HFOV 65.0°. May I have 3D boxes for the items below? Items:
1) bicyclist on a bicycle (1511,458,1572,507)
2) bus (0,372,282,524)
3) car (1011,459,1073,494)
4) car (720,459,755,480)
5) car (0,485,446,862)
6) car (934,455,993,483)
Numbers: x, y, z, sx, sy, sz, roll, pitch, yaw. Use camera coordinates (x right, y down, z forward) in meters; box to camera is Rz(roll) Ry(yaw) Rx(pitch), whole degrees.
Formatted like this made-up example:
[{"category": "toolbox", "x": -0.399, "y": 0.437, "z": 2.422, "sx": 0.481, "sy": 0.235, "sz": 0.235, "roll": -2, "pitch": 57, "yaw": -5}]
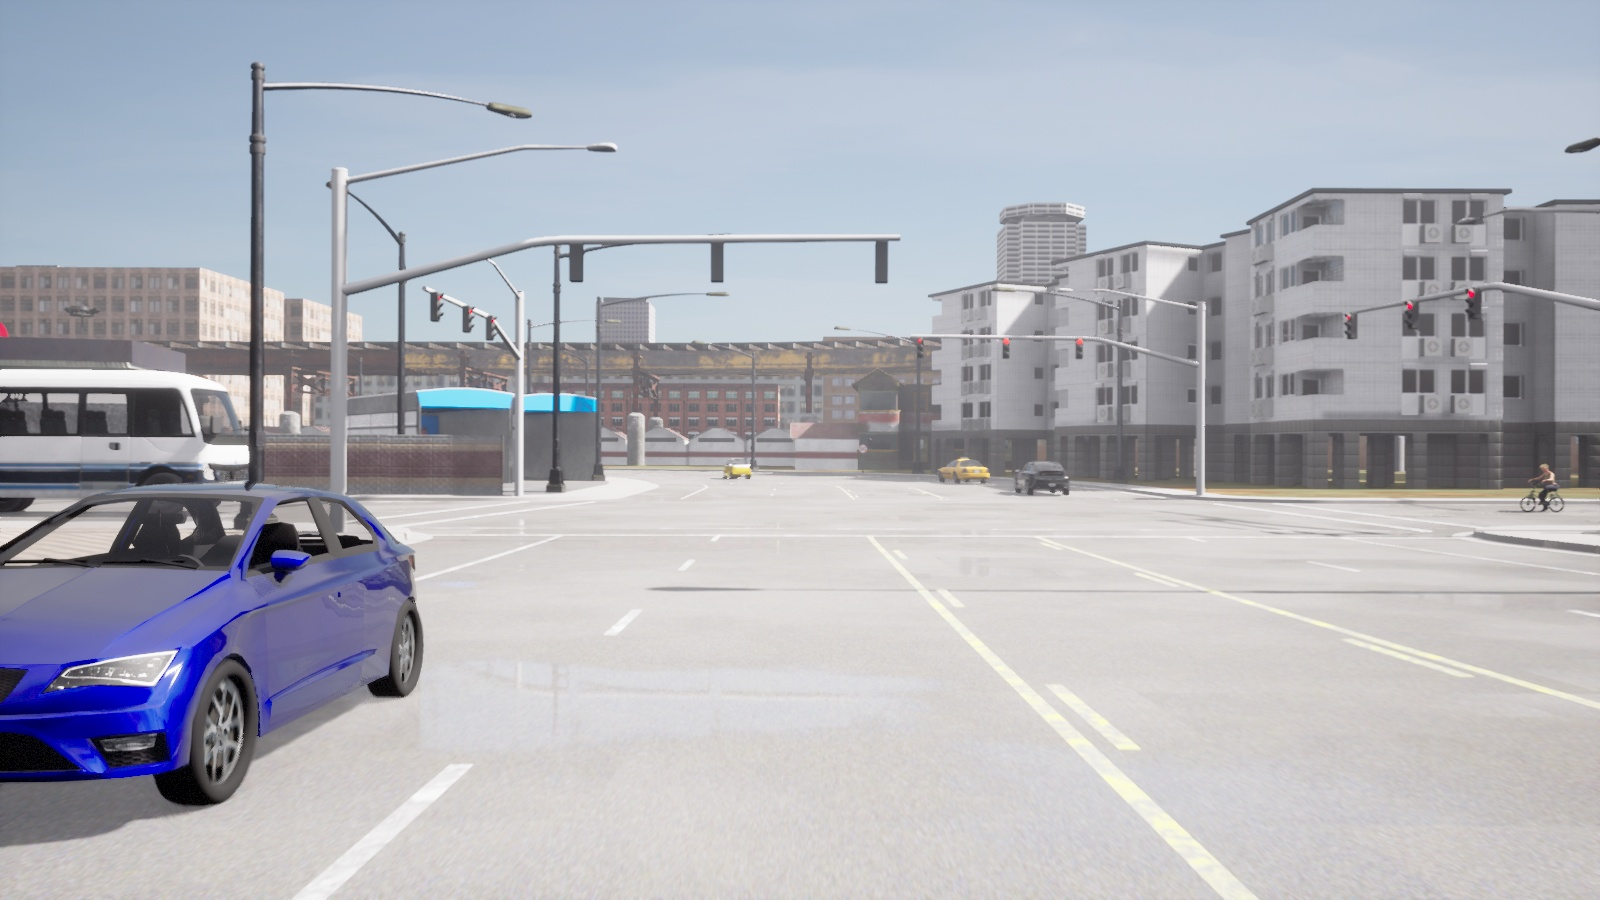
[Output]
[{"category": "bicyclist on a bicycle", "x": 24.739, "y": 1.071, "z": 41.907, "sx": 1.509, "sy": 1.612, "sz": 0.866, "roll": 0, "pitch": 0, "yaw": -1}, {"category": "bus", "x": -21.297, "y": -0.054, "z": 37.206, "sx": 10.273, "sy": 4.253, "sz": 3.944, "roll": 0, "pitch": 0, "yaw": -3}, {"category": "car", "x": 11.018, "y": 1.177, "z": 57.458, "sx": 1.837, "sy": 1.490, "sz": 4.892, "roll": 0, "pitch": 0, "yaw": 0}, {"category": "car", "x": -4.111, "y": 1.260, "z": 82.006, "sx": 1.481, "sy": 1.376, "sz": 2.207, "roll": 0, "pitch": 0, "yaw": -27}, {"category": "car", "x": -3.517, "y": 0.961, "z": 7.178, "sx": 1.816, "sy": 1.474, "sz": 4.193, "roll": 0, "pitch": -1, "yaw": 0}, {"category": "car", "x": 9.668, "y": 1.097, "z": 74.569, "sx": 1.801, "sy": 1.575, "sz": 5.366, "roll": 0, "pitch": 0, "yaw": -12}]
